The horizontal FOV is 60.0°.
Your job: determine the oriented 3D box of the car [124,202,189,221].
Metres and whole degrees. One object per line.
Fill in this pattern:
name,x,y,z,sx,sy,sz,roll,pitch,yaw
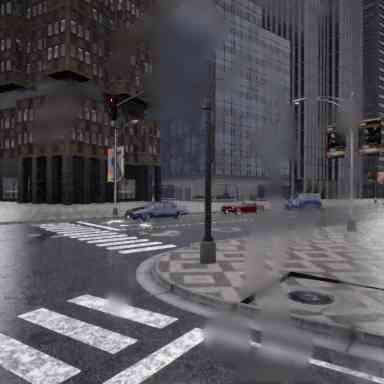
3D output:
car,-2.751,1.479,26.784,5.357,1.411,2.033,0,0,-39

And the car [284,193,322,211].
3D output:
car,13.428,1.174,40.036,5.566,2.045,2.150,0,0,-39

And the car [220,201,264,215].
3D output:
car,5.036,1.540,33.161,4.718,1.301,1.895,0,0,-39
